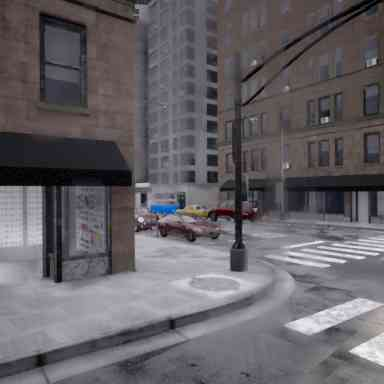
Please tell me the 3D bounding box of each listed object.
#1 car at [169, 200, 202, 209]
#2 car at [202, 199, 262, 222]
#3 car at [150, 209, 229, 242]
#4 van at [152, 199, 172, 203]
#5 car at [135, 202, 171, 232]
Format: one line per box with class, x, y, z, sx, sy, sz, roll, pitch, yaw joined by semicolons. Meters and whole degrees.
car;0.101;1.804;31.653;1.752;1.417;4.829;-1;0;-36
car;3.412;1.521;27.048;2.192;1.841;5.009;-1;0;-36
car;-0.284;1.778;17.599;1.802;1.307;4.206;-1;0;-36
van;-3.019;1.688;35.982;1.690;1.788;3.998;-1;0;-36
car;-3.503;1.705;22.066;1.967;1.590;4.097;-1;0;-36
